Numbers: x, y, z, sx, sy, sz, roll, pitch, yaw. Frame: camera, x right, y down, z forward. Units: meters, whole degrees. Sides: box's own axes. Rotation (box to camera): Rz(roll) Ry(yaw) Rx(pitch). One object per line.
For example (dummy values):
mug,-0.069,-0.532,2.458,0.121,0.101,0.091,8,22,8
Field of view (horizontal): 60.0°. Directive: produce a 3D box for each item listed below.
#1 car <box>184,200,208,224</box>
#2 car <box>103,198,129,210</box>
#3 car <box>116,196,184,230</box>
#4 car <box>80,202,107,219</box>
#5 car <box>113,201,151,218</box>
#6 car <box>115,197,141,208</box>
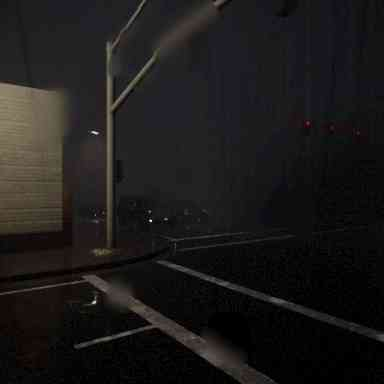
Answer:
car,-0.805,1.407,25.005,2.097,1.767,4.553,0,0,-36
car,-10.210,1.581,44.441,1.812,1.442,4.674,0,0,-36
car,-3.171,1.277,22.291,2.150,2.045,5.566,0,0,-36
car,-8.640,1.619,29.955,1.994,1.385,4.181,0,0,-35
car,-5.827,1.619,32.032,1.994,1.385,4.181,0,0,-35
car,-9.582,1.560,49.630,1.837,1.490,4.892,0,0,-37
